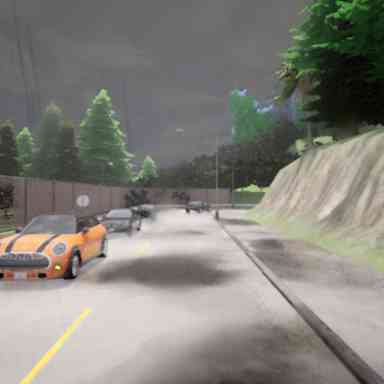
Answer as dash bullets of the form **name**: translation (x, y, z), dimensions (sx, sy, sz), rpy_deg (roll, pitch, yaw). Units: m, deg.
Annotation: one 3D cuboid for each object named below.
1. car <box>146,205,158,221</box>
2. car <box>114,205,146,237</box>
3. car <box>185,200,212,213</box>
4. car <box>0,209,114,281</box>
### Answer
- **car**: translation (-4.157, 1.829, 29.931), dimensions (1.895, 1.301, 4.718), rpy_deg (0, 0, 0)
- **car**: translation (-4.084, 1.673, 19.291), dimensions (1.812, 1.442, 4.674), rpy_deg (0, 0, 0)
- **car**: translation (0.847, 1.819, 41.022), dimensions (1.837, 1.490, 4.892), rpy_deg (0, -1, 26)
- **car**: translation (-4.090, 1.431, 10.194), dimensions (2.097, 1.767, 4.553), rpy_deg (0, 0, 0)
